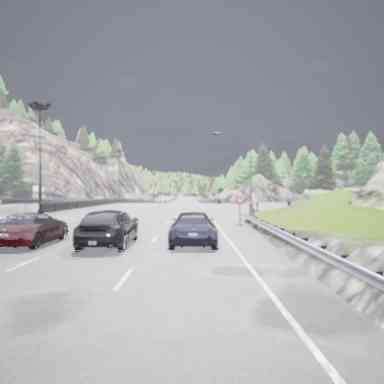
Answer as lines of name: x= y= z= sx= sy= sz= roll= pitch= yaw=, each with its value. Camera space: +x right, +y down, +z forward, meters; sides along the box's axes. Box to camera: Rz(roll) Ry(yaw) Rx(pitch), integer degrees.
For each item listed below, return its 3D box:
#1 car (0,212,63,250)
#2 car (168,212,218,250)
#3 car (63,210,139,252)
car: x=-6.953 y=1.570 z=14.361 sx=1.994 sy=1.385 sz=4.181 roll=0 pitch=0 yaw=0
car: x=0.046 y=1.570 z=14.477 sx=1.994 sy=1.385 sz=4.181 roll=0 pitch=0 yaw=0
car: x=-3.456 y=1.512 z=13.989 sx=1.837 sy=1.490 sz=4.892 roll=0 pitch=0 yaw=0
